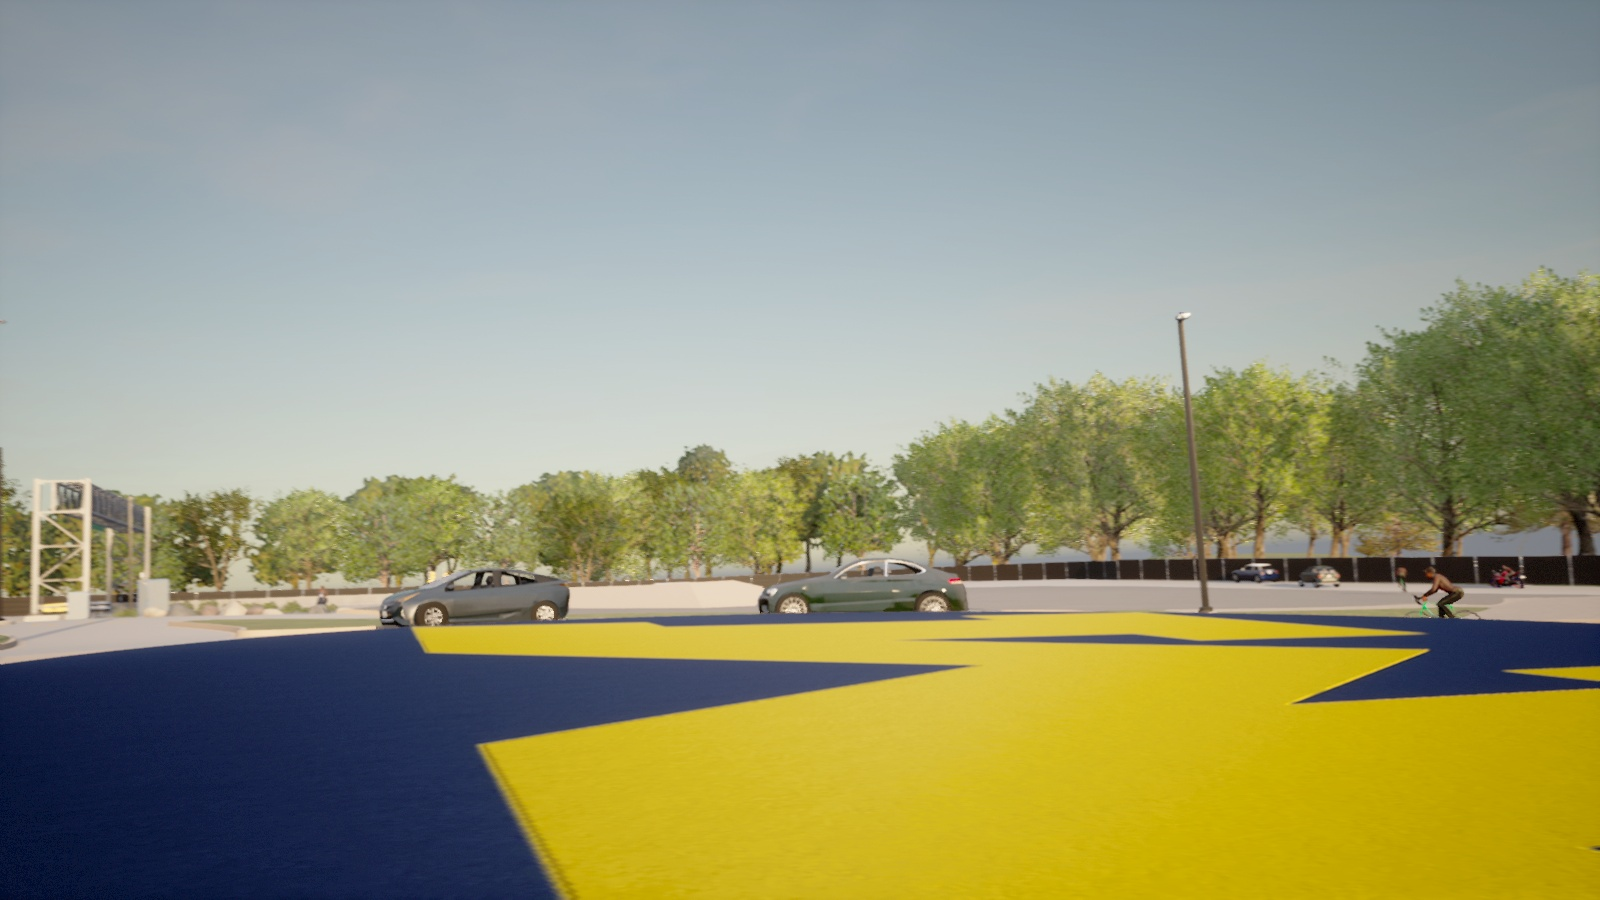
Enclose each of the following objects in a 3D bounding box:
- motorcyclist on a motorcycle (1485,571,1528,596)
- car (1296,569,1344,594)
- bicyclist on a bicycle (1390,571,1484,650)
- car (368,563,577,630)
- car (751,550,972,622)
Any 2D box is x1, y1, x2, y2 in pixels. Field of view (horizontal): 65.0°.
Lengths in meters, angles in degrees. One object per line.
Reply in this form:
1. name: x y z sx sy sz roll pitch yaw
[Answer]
1. motorcyclist on a motorcycle: 45.290 8.557 80.484 0.866 1.530 2.191 0 -4 -28
2. car: 37.422 9.455 90.485 1.789 1.549 3.705 -2 -4 -2
3. bicyclist on a bicycle: 13.693 3.453 27.014 1.656 1.620 0.582 -5 -12 36
4. car: -7.999 3.602 30.841 4.514 1.525 2.007 4 -9 -34
5. car: 1.399 3.300 30.112 5.027 1.651 2.152 1 -8 -5
